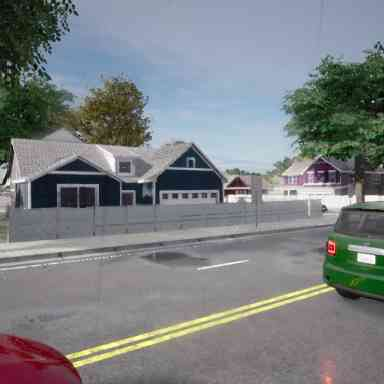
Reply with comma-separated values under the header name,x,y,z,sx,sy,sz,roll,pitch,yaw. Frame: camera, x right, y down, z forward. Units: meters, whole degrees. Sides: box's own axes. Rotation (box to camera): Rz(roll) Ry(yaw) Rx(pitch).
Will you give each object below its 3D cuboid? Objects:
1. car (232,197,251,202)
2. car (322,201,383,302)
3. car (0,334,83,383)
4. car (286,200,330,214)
name,x,y,z,sx,sy,sz,roll,pitch,yaw
car,7.331,1.426,44.762,2.097,1.767,4.553,-1,0,-31
car,5.144,1.209,7.149,5.566,2.045,2.150,0,0,-35
car,-2.979,1.476,1.317,5.008,1.535,1.882,0,0,-35
car,12.647,1.574,36.443,1.994,1.385,4.181,-1,0,-34
